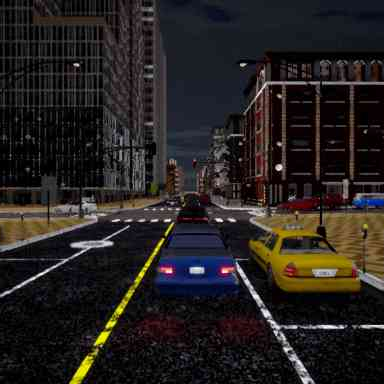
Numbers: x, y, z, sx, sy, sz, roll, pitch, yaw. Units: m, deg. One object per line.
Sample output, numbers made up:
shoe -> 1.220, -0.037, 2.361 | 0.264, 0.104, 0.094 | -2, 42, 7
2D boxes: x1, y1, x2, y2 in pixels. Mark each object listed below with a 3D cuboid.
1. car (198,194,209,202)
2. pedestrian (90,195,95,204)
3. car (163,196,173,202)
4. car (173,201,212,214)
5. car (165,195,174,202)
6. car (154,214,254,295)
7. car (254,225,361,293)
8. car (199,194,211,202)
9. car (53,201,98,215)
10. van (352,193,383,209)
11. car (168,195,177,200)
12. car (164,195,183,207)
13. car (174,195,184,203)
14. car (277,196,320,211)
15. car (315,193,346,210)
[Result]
car -> 2.553, 1.320, 74.565 | 2.192, 1.841, 5.009 | 0, 0, 0
pedestrian -> -12.354, 1.270, 41.567 | 0.375, 1.860, 0.375 | 0, 1, -1
car -> -5.327, 1.556, 74.564 | 2.008, 1.369, 4.403 | 0, 0, 0
car -> 0.081, 1.505, 18.622 | 1.837, 1.490, 4.892 | 0, 0, 0
car -> -5.328, 1.550, 80.157 | 1.887, 1.381, 4.507 | 0, 0, 0
car -> 0.096, 1.547, 8.881 | 2.033, 1.411, 5.357 | 0, 0, 0
car -> 2.563, 1.525, 8.732 | 1.752, 1.417, 4.829 | 0, 0, 0
car -> 2.555, 1.318, 63.379 | 2.192, 1.841, 5.009 | 0, 0, 0
car -> -12.670, 1.670, 36.153 | 4.674, 1.442, 1.812 | -1, 0, -1
van -> 20.964, 1.050, 38.986 | 3.998, 1.788, 1.690 | -1, 1, -1
car -> -5.329, 1.558, 91.343 | 2.008, 1.369, 4.403 | 0, 0, 0
car -> -2.851, 1.493, 51.221 | 2.128, 1.511, 4.902 | 0, 0, 0
car -> -2.760, 1.482, 71.334 | 1.882, 1.535, 5.008 | 0, 0, 0
car -> 11.542, 1.396, 36.563 | 4.181, 1.385, 1.994 | -1, 0, 2
car -> 15.308, 1.095, 38.925 | 5.009, 1.841, 2.192 | -1, 1, -1
